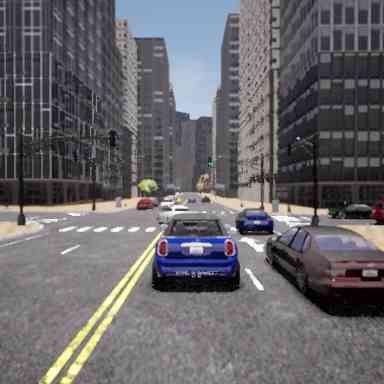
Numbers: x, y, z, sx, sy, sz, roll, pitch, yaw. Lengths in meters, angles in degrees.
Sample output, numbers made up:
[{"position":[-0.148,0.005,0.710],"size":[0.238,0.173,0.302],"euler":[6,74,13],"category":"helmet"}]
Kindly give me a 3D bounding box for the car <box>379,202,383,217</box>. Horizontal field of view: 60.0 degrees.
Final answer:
[{"position":[21.827,1.801,33.547],"size":[4.829,1.417,1.752],"euler":[0,0,1],"category":"car"}]

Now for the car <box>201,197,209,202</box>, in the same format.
[{"position":[3.295,1.911,86.923],"size":[1.895,1.301,4.718],"euler":[0,0,0],"category":"car"}]

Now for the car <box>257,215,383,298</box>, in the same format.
[{"position":[3.352,1.584,8.768],"size":[2.033,1.411,5.357],"euler":[0,0,0],"category":"car"}]

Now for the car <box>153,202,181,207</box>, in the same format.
[{"position":[-1.151,1.692,23.822],"size":[1.812,1.442,4.674],"euler":[1,-1,-19],"category":"car"}]

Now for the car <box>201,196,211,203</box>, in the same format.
[{"position":[3.290,1.786,76.901],"size":[1.837,1.490,4.892],"euler":[0,0,0],"category":"car"}]

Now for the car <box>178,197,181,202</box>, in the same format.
[{"position":[-3.298,1.763,55.929],"size":[2.033,1.411,5.357],"euler":[0,0,0],"category":"car"}]

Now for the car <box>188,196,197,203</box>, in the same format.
[{"position":[0.039,1.809,76.263],"size":[2.128,1.511,4.902],"euler":[0,0,0],"category":"car"}]

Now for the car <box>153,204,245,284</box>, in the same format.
[{"position":[0.104,1.393,9.903],"size":[2.097,1.767,4.553],"euler":[0,0,0],"category":"car"}]

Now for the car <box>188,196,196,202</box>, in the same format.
[{"position":[0.044,1.855,86.482],"size":[2.033,1.411,5.357],"euler":[0,0,0],"category":"car"}]

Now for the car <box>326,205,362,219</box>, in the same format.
[{"position":[15.171,1.849,31.055],"size":[4.718,1.301,1.895],"euler":[0,1,1],"category":"car"}]

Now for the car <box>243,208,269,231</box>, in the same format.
[{"position":[3.718,1.666,20.157],"size":[1.994,1.385,4.181],"euler":[-1,-1,5],"category":"car"}]

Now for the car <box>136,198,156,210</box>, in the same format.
[{"position":[-6.567,1.661,46.484],"size":[1.882,1.535,5.008],"euler":[0,0,0],"category":"car"}]

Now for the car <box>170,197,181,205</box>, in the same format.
[{"position":[-3.217,1.728,66.145],"size":[1.882,1.535,5.008],"euler":[0,0,0],"category":"car"}]

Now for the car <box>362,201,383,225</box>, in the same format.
[{"position":[16.214,1.639,25.265],"size":[5.009,1.841,2.192],"euler":[0,0,1],"category":"car"}]

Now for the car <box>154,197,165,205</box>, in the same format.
[{"position":[-6.467,1.730,66.781],"size":[1.882,1.535,5.008],"euler":[0,0,0],"category":"car"}]

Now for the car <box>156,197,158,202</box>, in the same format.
[{"position":[-6.548,1.765,56.411],"size":[2.033,1.411,5.357],"euler":[0,0,0],"category":"car"}]

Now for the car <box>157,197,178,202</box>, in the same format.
[{"position":[-3.318,1.708,46.239],"size":[1.812,1.442,4.674],"euler":[0,0,0],"category":"car"}]
